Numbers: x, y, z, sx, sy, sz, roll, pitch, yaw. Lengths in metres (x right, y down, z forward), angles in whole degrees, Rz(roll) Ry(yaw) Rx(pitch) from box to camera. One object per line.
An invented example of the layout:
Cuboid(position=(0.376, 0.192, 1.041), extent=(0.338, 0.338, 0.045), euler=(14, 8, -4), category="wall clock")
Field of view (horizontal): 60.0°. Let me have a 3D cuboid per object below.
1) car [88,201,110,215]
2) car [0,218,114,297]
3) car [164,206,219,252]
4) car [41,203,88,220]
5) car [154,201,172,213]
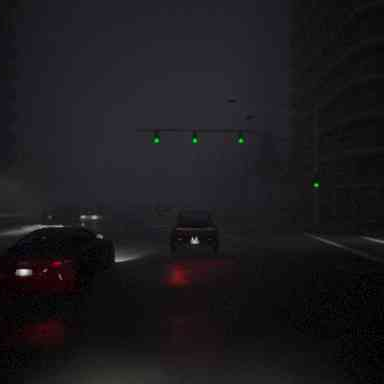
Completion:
Cuboid(position=(-10.554, 1.736, 36.952), extent=(2.033, 1.411, 5.357), euler=(0, 0, 0), category="car")
Cuboid(position=(-3.400, 1.609, 8.748), extent=(1.994, 1.385, 4.181), euler=(0, 0, 0), category="car")
Cuboid(position=(0.102, 1.565, 14.274), extent=(2.128, 1.511, 4.902), euler=(0, 0, 0), category="car")
Cuboid(position=(-10.572, 1.631, 27.210), extent=(2.128, 1.511, 4.902), euler=(0, 0, 0), category="car")
Cuboid(position=(-3.401, 1.765, 39.495), extent=(1.994, 1.385, 4.181), euler=(0, 0, 0), category="car")
